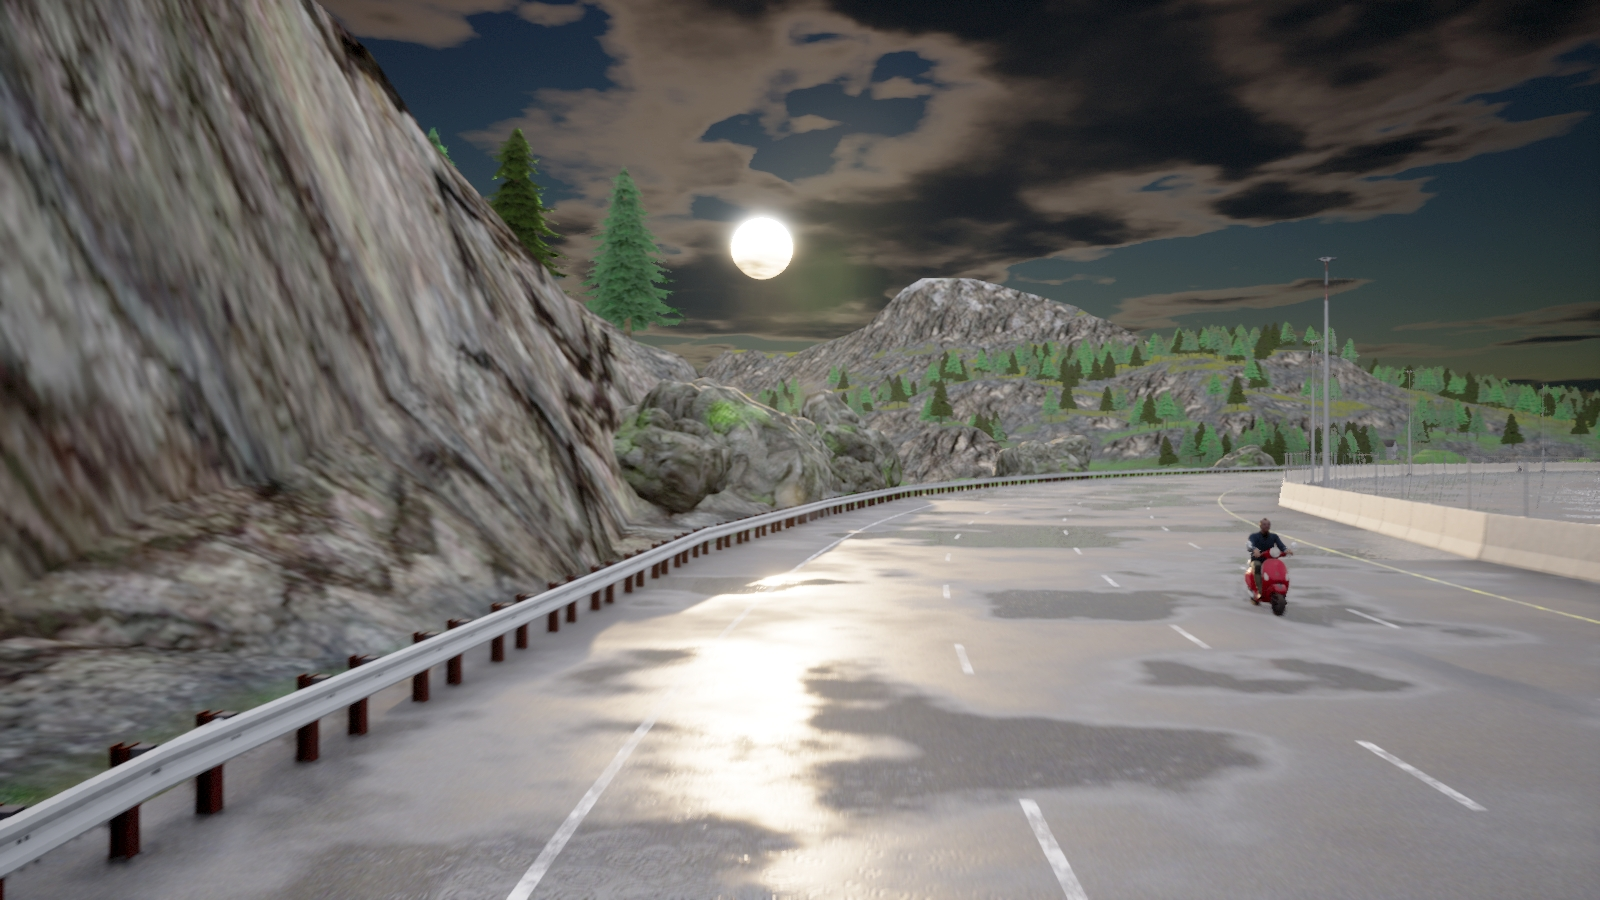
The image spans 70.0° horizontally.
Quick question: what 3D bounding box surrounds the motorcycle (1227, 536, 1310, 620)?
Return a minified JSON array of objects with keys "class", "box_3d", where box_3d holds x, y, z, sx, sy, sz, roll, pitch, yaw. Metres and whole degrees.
[{"class":"motorcycle","box_3d":[8.103,2.190,19.844,0.856,1.236,1.805,1,0,6]}]
